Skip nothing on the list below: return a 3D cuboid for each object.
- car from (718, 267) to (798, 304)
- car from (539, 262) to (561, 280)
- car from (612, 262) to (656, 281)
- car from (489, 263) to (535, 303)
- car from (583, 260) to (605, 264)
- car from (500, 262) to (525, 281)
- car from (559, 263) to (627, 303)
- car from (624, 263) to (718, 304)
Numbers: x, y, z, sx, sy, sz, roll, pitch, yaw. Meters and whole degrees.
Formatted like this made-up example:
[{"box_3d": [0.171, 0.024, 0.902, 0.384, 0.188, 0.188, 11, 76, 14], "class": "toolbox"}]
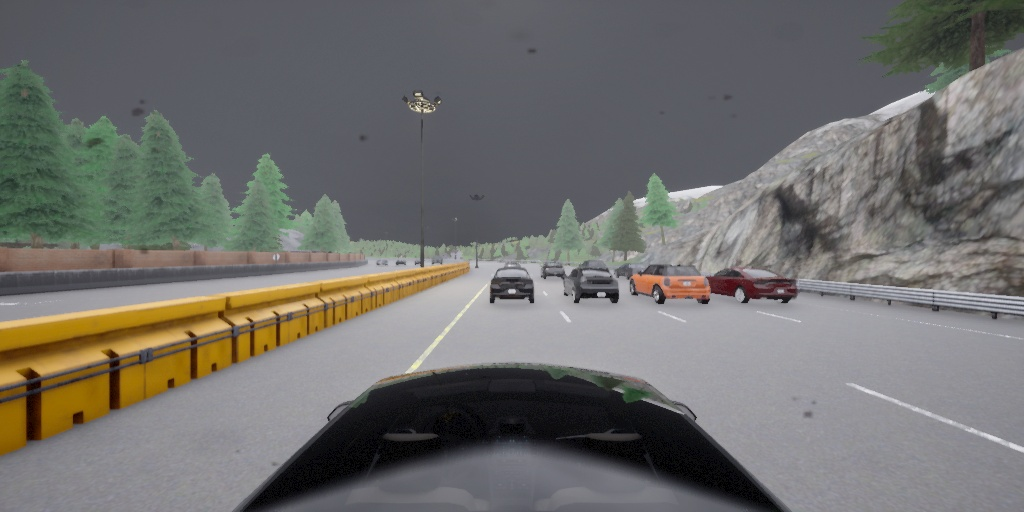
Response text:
[{"box_3d": [10.505, 1.232, 16.480, 1.882, 1.535, 5.008, 0, 0, 0], "class": "car"}, {"box_3d": [3.523, 1.243, 31.489, 2.128, 1.511, 4.902, 0, 0, 0], "class": "car"}, {"box_3d": [10.523, 1.311, 31.480, 2.033, 1.411, 5.357, 0, 0, 0], "class": "car"}, {"box_3d": [0.005, 1.232, 16.493, 1.882, 1.535, 5.008, 0, 0, 0], "class": "car"}, {"box_3d": [7.023, 1.114, 31.455, 2.097, 1.767, 4.553, 0, 0, 0], "class": "car"}, {"box_3d": [0.023, 1.311, 31.493, 2.033, 1.411, 5.357, 0, 0, 0], "class": "car"}, {"box_3d": [3.505, 1.264, 16.489, 1.837, 1.490, 4.892, 0, 0, 0], "class": "car"}, {"box_3d": [7.005, 1.113, 16.455, 2.097, 1.767, 4.553, 0, 0, 0], "class": "car"}]
